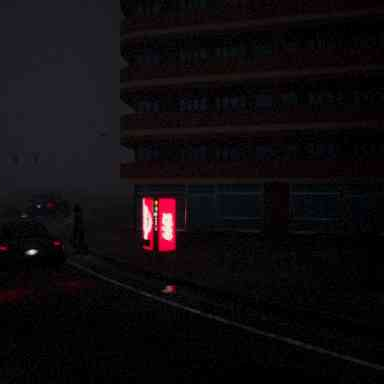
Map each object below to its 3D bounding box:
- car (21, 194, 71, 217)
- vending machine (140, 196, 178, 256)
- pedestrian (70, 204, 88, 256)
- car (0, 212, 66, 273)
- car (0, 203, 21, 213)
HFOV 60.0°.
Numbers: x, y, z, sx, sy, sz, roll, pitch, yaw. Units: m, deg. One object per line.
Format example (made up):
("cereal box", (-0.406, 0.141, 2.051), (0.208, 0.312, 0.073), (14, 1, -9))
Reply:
("car", (-11.925, 1.204, 28.054), (2.150, 2.045, 5.566), (0, 0, -5))
("vending machine", (-1.211, 1.190, 12.314), (1.100, 2.100, 0.880), (0, 0, -37))
("pedestrian", (-3.918, 1.287, 11.481), (0.375, 1.860, 0.375), (0, 0, -36))
("car", (-5.419, 1.557, 10.355), (1.994, 1.385, 4.181), (0, 0, -37))
("car", (-15.688, 1.545, 27.345), (1.994, 1.385, 4.181), (0, 0, -5))
